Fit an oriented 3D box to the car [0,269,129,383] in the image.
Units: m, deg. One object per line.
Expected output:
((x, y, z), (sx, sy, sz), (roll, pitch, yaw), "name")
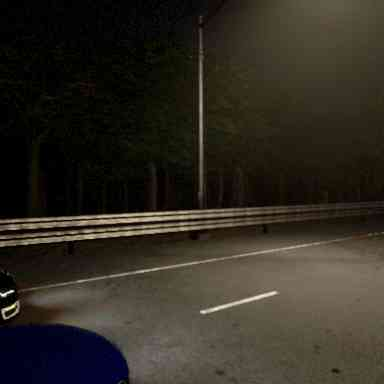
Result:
((-2.620, 1.531, 1.879), (4.674, 1.442, 1.812), (0, 0, -35), "car")

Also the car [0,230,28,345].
((-5.053, 1.513, 4.443), (4.892, 1.490, 1.837), (0, 0, -35), "car")
